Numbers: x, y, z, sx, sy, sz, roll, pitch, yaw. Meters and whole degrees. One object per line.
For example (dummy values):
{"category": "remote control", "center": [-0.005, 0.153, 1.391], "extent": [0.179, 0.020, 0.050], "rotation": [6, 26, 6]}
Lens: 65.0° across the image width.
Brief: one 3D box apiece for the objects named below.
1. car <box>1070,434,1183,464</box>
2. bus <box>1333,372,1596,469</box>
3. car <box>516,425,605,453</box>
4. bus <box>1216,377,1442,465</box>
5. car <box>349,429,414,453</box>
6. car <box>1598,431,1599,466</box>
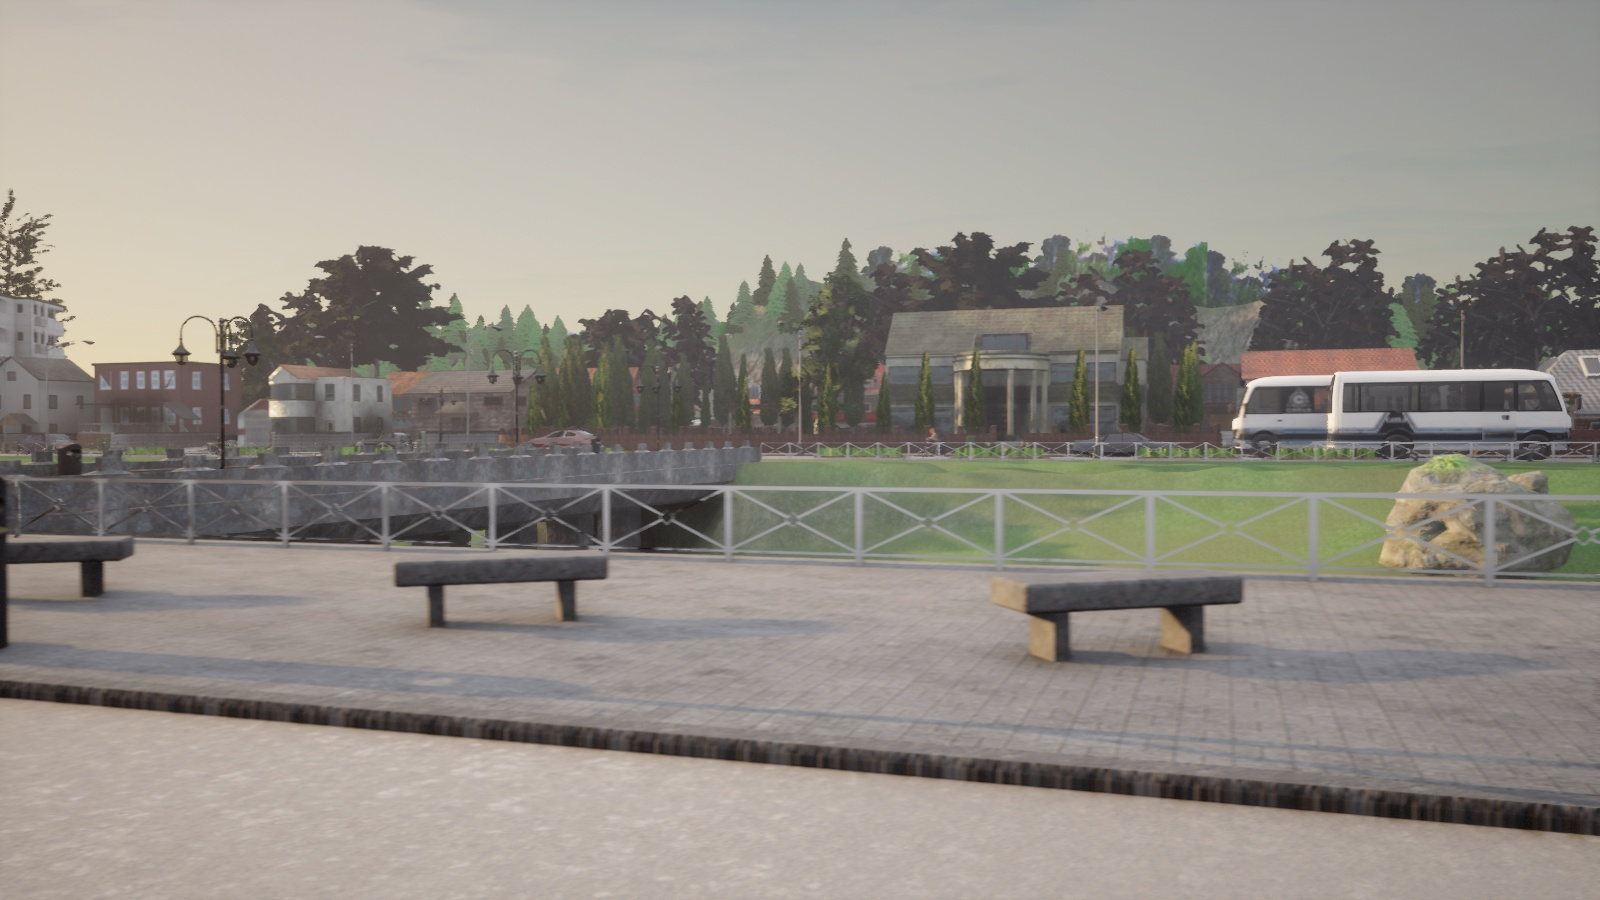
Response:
{"category": "car", "center": [16.435, -0.077, 63.253], "extent": [5.357, 1.411, 2.033], "rotation": [1, 1, 19]}
{"category": "bus", "center": [30.572, -1.371, 58.467], "extent": [10.273, 4.253, 3.944], "rotation": [1, 1, 19]}
{"category": "car", "center": [-14.863, -0.700, 78.008], "extent": [5.027, 1.651, 2.152], "rotation": [1, 1, 19]}
{"category": "bus", "center": [26.661, -1.475, 64.011], "extent": [10.273, 4.253, 3.944], "rotation": [1, 1, 19]}
{"category": "car", "center": [-27.418, -0.615, 82.236], "extent": [3.705, 1.549, 1.789], "rotation": [1, 1, 19]}
{"category": "car", "center": [40.752, -0.039, 59.286], "extent": [4.856, 1.649, 2.033], "rotation": [1, 1, 19]}
